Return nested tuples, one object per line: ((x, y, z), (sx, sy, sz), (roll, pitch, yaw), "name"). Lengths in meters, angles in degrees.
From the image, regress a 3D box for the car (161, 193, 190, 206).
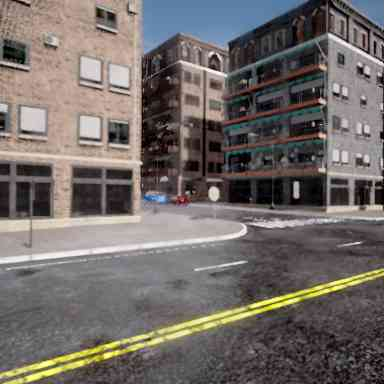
((-1.960, 1.171, 44.432), (1.802, 1.307, 4.206), (2, 0, -37), "car")

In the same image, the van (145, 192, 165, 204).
((-5.404, 0.844, 48.876), (1.690, 1.788, 3.998), (2, 0, -37), "van")
